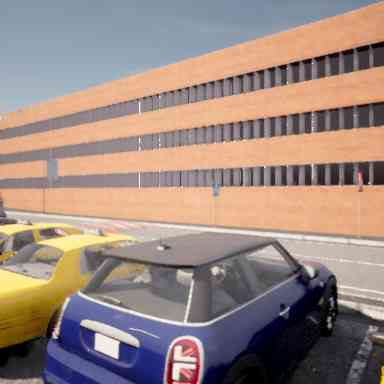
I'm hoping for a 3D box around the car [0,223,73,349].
[{"bbox_3d":[-1.677,1.450,6.417,1.946,1.575,5.366,0,0,35],"label":"car"}]

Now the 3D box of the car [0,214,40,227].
[{"bbox_3d":[-4.193,1.435,7.756,1.946,1.575,5.366,0,0,36],"label":"car"}]

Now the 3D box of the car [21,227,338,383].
[{"bbox_3d":[0.498,1.343,4.599,2.185,1.767,4.553,0,0,35],"label":"car"}]

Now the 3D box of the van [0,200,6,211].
[{"bbox_3d":[-8.753,1.182,11.092,1.878,1.987,4.442,0,0,35],"label":"van"}]

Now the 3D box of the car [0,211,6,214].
[{"bbox_3d":[-6.385,1.463,9.550,2.002,1.452,4.674,0,0,35],"label":"car"}]
